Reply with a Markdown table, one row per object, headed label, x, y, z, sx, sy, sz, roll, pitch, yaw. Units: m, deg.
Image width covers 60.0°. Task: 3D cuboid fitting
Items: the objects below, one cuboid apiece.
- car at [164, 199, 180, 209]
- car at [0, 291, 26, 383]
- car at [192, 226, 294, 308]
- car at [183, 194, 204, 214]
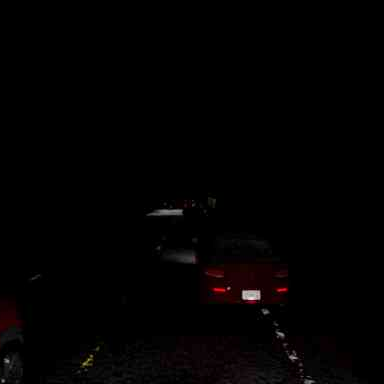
| label | x | y | z | sx | sy | sz | roll | pitch | yaw |
| --- | --- | --- | --- | --- | --- | --- | --- | --- | --- |
| car | -2.643 | 1.594 | 44.140 | 1.895 | 1.301 | 4.718 | 0 | 0 | 0 |
| car | -2.848 | 1.352 | 1.695 | 2.097 | 1.767 | 4.553 | 0 | 0 | 0 |
| car | 0.979 | 1.526 | 7.764 | 1.812 | 1.442 | 4.674 | 0 | 0 | 0 |
| car | 0.157 | 1.348 | 34.948 | 2.097 | 1.767 | 4.553 | 0 | 0 | 0 |
